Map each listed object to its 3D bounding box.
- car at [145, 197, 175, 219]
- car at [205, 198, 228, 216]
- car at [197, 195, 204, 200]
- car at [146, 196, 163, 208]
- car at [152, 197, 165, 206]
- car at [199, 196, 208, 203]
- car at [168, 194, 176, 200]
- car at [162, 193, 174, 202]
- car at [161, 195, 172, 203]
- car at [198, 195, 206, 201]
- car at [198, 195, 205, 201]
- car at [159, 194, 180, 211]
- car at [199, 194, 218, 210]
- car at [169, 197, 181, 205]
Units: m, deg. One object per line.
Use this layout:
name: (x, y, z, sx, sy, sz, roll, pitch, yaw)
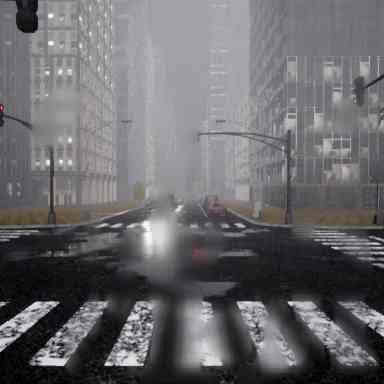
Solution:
car: (-2.908, 1.480, 28.788, 2.128, 1.511, 4.902, 0, 0, 0)
car: (2.463, 1.569, 32.123, 1.802, 1.307, 4.206, -1, 0, 0)
car: (2.383, 1.489, 92.893, 1.887, 1.381, 4.507, -1, 0, 0)
car: (-5.417, 1.419, 48.657, 1.967, 1.590, 4.097, -1, 0, 0)
car: (-5.425, 1.557, 54.182, 1.802, 1.307, 4.206, -1, 0, 0)
car: (2.424, 1.508, 70.795, 1.887, 1.381, 4.507, -1, 0, 0)
car: (-5.499, 1.384, 92.854, 1.967, 1.590, 4.097, -1, 0, 0)
car: (-5.470, 1.273, 76.280, 2.192, 1.841, 5.009, -1, 0, 0)
car: (-5.458, 1.403, 70.755, 1.967, 1.590, 4.097, -1, 0, 0)
car: (2.404, 1.536, 81.844, 1.802, 1.307, 4.206, -1, 0, 0)
car: (2.392, 1.474, 87.539, 1.752, 1.417, 4.829, -1, 0, 0)
car: (-2.922, 1.206, 38.702, 2.150, 2.045, 5.566, 0, 0, 0)
car: (2.459, 1.297, 43.172, 2.192, 1.841, 5.009, -1, 0, 0)
car: (-2.914, 1.573, 58.323, 1.895, 1.301, 4.718, 0, 0, 0)
